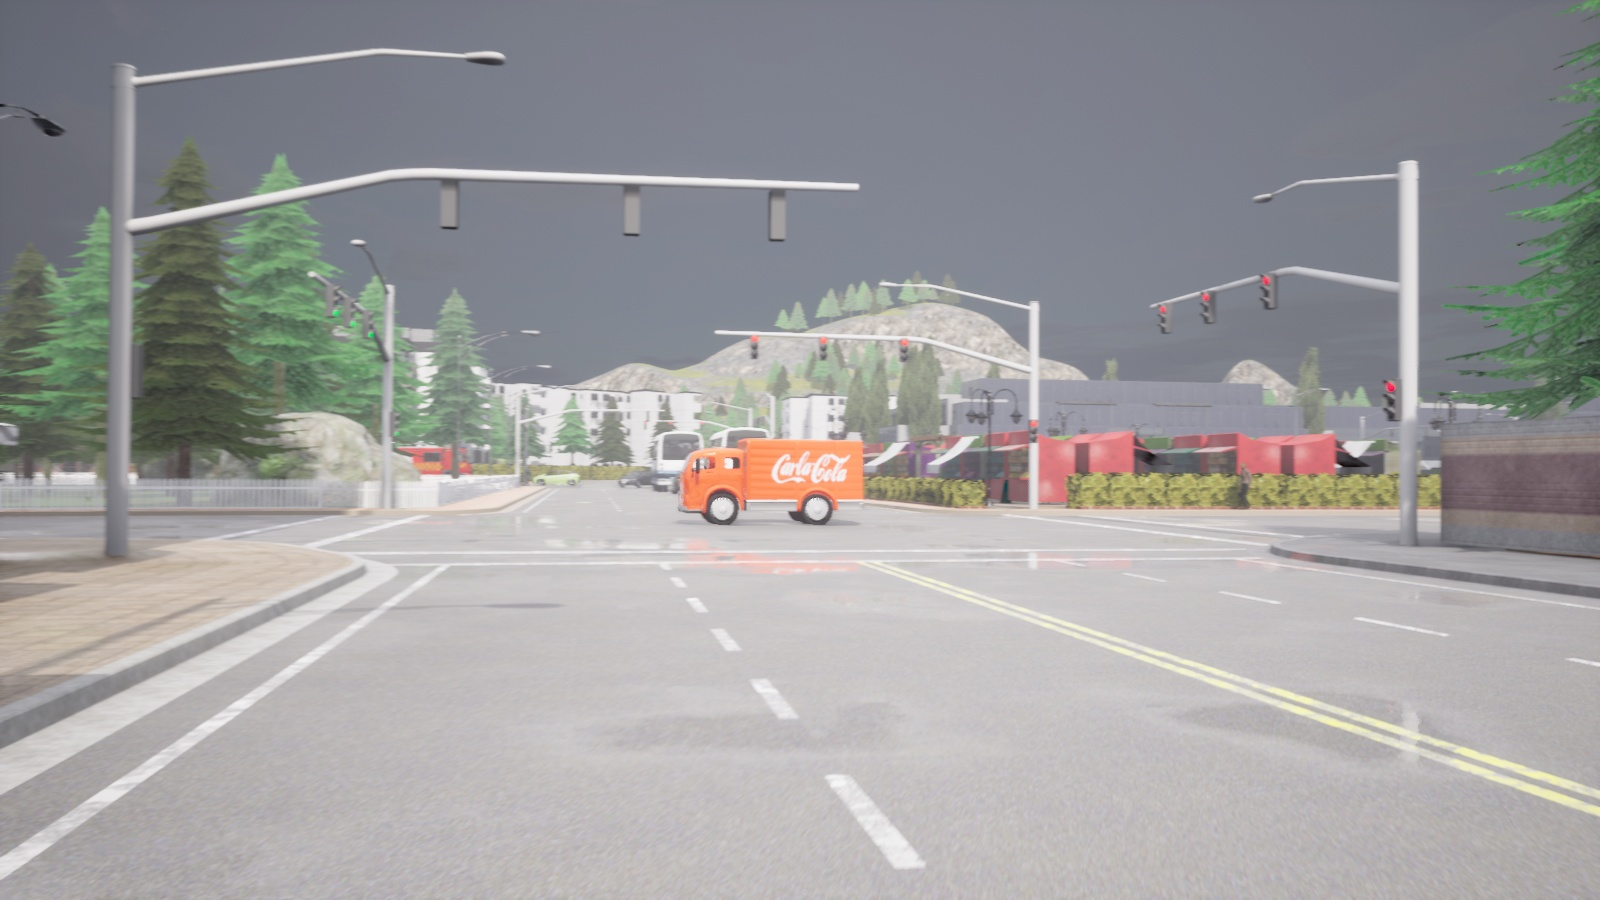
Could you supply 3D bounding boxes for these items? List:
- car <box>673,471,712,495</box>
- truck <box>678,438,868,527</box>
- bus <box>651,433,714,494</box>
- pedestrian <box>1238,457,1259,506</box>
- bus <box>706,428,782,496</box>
[{"bbox_3d":[-7.114,2.170,82.606,2.128,1.511,4.902,0,-1,-9],"label":"car"},{"bbox_3d":[-0.853,0.934,36.575,5.204,2.467,2.627,0,-1,-10],"label":"truck"},{"bbox_3d":[-8.784,1.007,92.585,3.944,4.253,10.273,0,-1,-9],"label":"bus"},{"bbox_3d":[16.680,1.167,46.686,0.634,1.846,0.331,0,-1,-13],"label":"pedestrian"},{"bbox_3d":[-3.937,0.870,84.868,3.944,4.253,10.273,0,-1,-9],"label":"bus"}]
